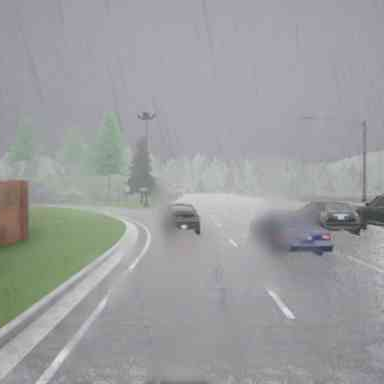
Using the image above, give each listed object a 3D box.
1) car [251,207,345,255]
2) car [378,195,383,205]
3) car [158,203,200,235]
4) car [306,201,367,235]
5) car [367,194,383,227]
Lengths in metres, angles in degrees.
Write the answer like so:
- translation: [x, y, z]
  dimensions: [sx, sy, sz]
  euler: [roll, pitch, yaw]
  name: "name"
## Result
- translation: [3.593, 1.464, 12.880]
  dimensions: [2.033, 1.411, 5.357]
  euler: [0, 0, 0]
  name: "car"
- translation: [30.288, 1.236, 48.643]
  dimensions: [5.357, 1.411, 2.033]
  euler: [0, 0, 30]
  name: "car"
- translation: [-0.740, 1.387, 18.274]
  dimensions: [1.837, 1.490, 4.892]
  euler: [0, 0, -8]
  name: "car"
- translation: [7.093, 1.237, 17.952]
  dimensions: [2.097, 1.767, 4.553]
  euler: [0, 0, 0]
  name: "car"
- translation: [10.594, 1.111, 17.226]
  dimensions: [2.150, 2.045, 5.566]
  euler: [0, 0, 0]
  name: "car"
